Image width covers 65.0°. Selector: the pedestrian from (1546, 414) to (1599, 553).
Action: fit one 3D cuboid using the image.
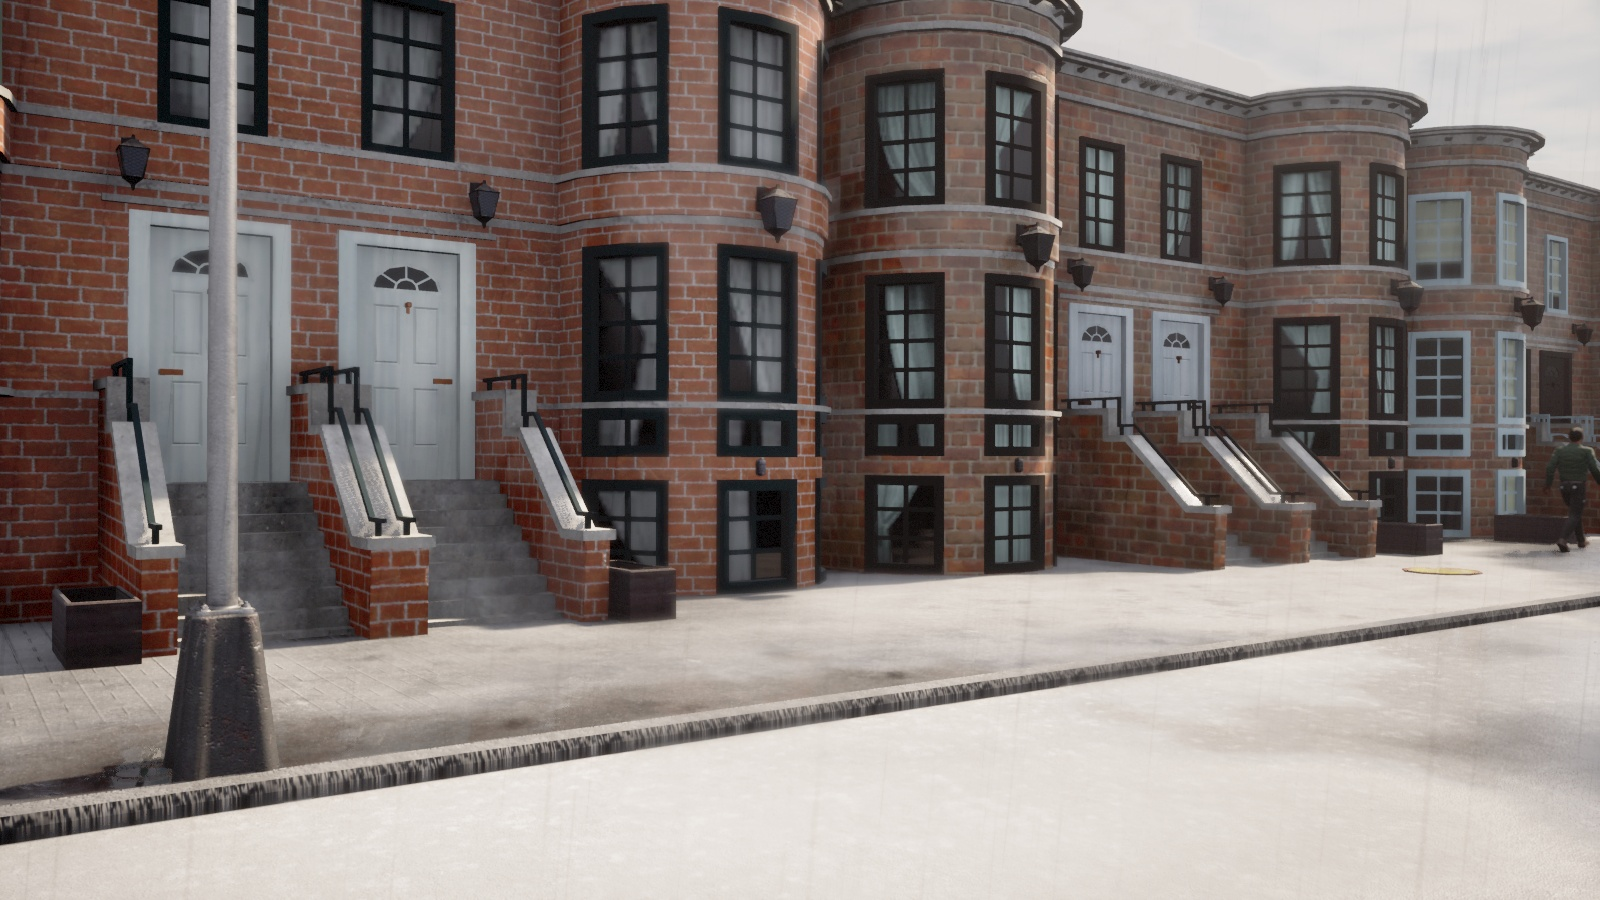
[{"bbox_3d":[11.156,0.475,18.052,0.788,1.949,0.423,0,0,-33],"label":"pedestrian"}]
